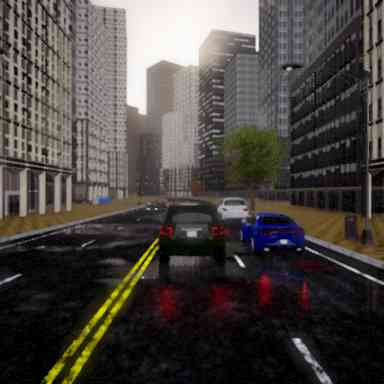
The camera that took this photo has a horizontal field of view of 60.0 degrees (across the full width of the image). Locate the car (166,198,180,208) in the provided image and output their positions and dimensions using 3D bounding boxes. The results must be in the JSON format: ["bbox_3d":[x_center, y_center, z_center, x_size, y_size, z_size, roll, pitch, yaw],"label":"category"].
[{"bbox_3d":[-3.337,1.905,58.746,2.097,1.767,4.553,0,0,0],"label":"car"}]

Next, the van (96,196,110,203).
[{"bbox_3d":[-22.689,1.966,84.330,3.998,1.788,1.690,0,0,1],"label":"van"}]

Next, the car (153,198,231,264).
[{"bbox_3d":[0.004,1.353,12.556,2.150,2.045,5.566,0,0,0],"label":"car"}]

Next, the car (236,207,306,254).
[{"bbox_3d":[3.272,1.623,14.234,1.882,1.535,5.008,0,0,0],"label":"car"}]

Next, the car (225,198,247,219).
[{"bbox_3d":[3.247,1.500,27.554,2.150,2.045,5.566,0,0,0],"label":"car"}]

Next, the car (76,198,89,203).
[{"bbox_3d":[-28.228,2.145,84.374,4.507,1.381,1.887,0,0,1],"label":"car"}]

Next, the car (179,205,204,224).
[{"bbox_3d":[0.001,1.848,28.441,1.994,1.385,4.181,0,0,1],"label":"car"}]

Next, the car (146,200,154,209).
[{"bbox_3d":[-6.597,2.084,56.854,2.033,1.411,5.357,0,0,0],"label":"car"}]
